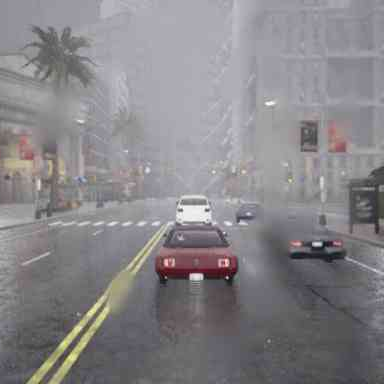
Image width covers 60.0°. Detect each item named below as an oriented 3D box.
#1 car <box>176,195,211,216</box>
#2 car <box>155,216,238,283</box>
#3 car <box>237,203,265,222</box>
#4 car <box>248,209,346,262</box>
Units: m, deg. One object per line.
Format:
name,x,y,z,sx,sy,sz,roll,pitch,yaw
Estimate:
car,0.104,1.228,22.250,2.150,2.045,5.566,0,0,0
car,0.103,1.603,9.632,1.895,1.301,4.718,0,0,0
car,4.723,1.569,26.176,1.994,1.385,4.181,0,0,16
car,3.603,1.550,12.074,2.033,1.411,5.357,0,0,0
